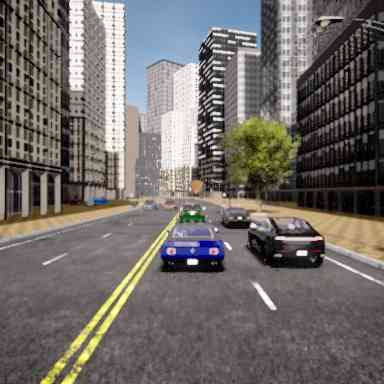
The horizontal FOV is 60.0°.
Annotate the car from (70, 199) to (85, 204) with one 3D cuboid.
[{"bbox_3d":[-28.179,2.267,80.581,4.507,1.381,1.887,0,0,1],"label":"car"}]

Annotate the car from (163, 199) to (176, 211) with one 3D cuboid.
[{"bbox_3d":[-3.322,1.935,51.449,2.097,1.767,4.553,0,0,0],"label":"car"}]

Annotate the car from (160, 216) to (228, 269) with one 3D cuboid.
[{"bbox_3d":[0.040,1.742,11.714,1.895,1.301,4.718,0,-1,1],"label":"car"}]

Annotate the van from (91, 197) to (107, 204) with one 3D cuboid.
[{"bbox_3d":[-22.640,2.088,80.535,3.998,1.788,1.690,0,0,1],"label":"van"}]

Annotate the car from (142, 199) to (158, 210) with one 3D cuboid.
[{"bbox_3d":[-6.567,1.943,52.169,2.097,1.767,4.553,0,0,0],"label":"car"}]

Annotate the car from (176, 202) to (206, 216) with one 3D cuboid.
[{"bbox_3d":[0.050,1.673,27.232,2.097,1.767,4.553,0,-1,1],"label":"car"}]

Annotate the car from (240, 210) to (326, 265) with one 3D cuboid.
[{"bbox_3d":[3.297,1.641,12.327,2.128,1.511,4.902,0,-1,1],"label":"car"}]

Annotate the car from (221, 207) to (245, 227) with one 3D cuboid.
[{"bbox_3d":[3.275,1.845,25.144,2.033,1.411,5.357,0,-1,0],"label":"car"}]
